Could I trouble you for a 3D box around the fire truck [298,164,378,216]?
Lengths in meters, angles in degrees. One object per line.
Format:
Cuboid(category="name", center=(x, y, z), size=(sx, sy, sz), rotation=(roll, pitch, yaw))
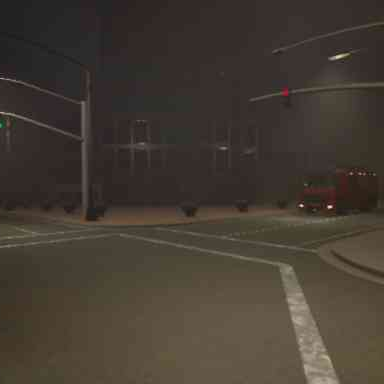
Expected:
Cuboid(category="fire truck", center=(11.978, -0.189, 26.860), size=(8.468, 3.827, 2.891), rotation=(-1, 1, -42))
